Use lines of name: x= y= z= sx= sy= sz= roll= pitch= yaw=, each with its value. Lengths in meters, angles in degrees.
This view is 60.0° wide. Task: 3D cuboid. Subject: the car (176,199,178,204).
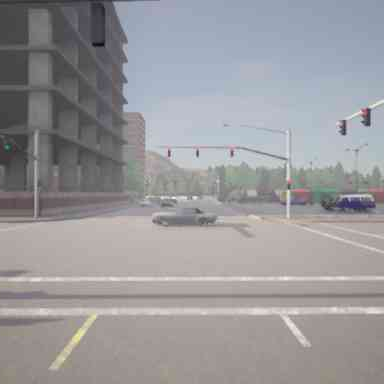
car: x=-4.007 y=1.948 z=69.517 sx=1.895 sy=1.301 sz=4.718 roll=0 pitch=0 yaw=0

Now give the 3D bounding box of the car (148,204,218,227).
car: x=-0.565 y=1.763 z=23.910 sx=4.718 sy=1.301 sz=1.895 roll=0 pitch=0 yaw=0

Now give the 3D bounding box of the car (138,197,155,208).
car: x=-7.539 y=1.843 z=53.934 sx=1.812 sy=1.442 sz=4.674 roll=0 pitch=-1 yaw=0

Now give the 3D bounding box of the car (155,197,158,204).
car: x=-7.506 y=1.877 z=69.139 sx=2.128 sy=1.511 sz=4.902 roll=0 pitch=0 yaw=0

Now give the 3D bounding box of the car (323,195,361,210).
car: x=24.813 y=1.525 z=54.997 sx=4.605 sy=1.855 sz=1.932 roll=0 pitch=0 yaw=0

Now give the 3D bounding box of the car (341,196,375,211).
car: x=24.837 y=1.734 z=49.418 sx=3.806 sy=1.475 sz=1.970 roll=0 pitch=0 yaw=0

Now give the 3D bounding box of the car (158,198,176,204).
car: x=-4.038 y=1.825 z=54.185 sx=1.837 sy=1.490 sz=4.892 roll=0 pitch=-1 yaw=0

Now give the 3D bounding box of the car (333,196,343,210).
car: x=24.851 y=1.719 z=52.313 sx=3.905 sy=1.438 sz=1.784 roll=0 pitch=0 yaw=0
